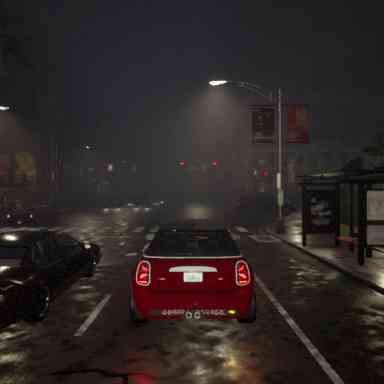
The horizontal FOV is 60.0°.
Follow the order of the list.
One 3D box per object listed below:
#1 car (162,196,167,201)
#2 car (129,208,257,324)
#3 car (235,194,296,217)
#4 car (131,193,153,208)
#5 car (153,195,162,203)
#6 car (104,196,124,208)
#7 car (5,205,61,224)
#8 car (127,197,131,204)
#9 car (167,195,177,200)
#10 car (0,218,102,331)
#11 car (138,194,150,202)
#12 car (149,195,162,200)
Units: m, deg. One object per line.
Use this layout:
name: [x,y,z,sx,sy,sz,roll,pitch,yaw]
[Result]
car: [-7.877,1.595,80.803,1.895,1.301,4.718,0,0,0]
car: [0.006,1.352,7.336,2.097,1.767,4.553,0,0,0]
car: [6.867,1.221,31.234,5.566,2.045,2.150,0,1,5]
car: [-7.343,1.221,49.239,2.150,2.045,5.566,0,0,-6]
car: [-7.744,1.352,67.090,2.097,1.767,4.553,0,0,0]
car: [-11.101,1.352,47.402,2.097,1.767,4.553,0,0,-1]
car: [-10.834,1.601,23.046,1.895,1.301,4.718,0,0,-1]
car: [-11.232,1.564,64.239,1.994,1.385,4.181,0,0,0]
car: [-5.879,1.477,95.062,1.882,1.535,5.008,0,0,15]
car: [-3.493,1.547,7.129,2.033,1.411,5.357,0,0,0]
car: [-11.349,1.355,78.531,2.097,1.767,4.553,0,0,-1]
car: [-10.165,1.525,92.508,2.128,1.511,4.902,0,0,12]
